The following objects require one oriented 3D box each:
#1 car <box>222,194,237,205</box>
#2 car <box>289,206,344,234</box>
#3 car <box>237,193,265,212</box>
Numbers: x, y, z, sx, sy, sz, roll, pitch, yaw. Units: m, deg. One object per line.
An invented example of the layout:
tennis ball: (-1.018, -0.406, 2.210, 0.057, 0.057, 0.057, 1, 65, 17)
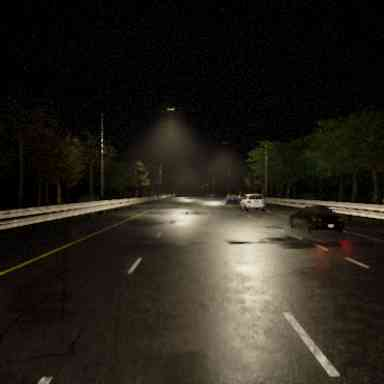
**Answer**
car: (7.158, 1.409, 60.782, 2.097, 1.767, 4.553, 0, 0, 0)
car: (7.011, 1.546, 19.074, 1.812, 1.442, 4.674, 0, 0, 0)
car: (7.063, 1.275, 39.070, 2.150, 2.045, 5.566, 0, 0, 0)
